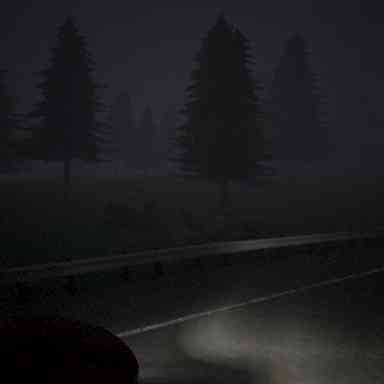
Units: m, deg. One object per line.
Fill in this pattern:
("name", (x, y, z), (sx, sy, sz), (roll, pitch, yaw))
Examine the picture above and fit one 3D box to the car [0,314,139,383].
("car", (-2.676, 1.470, 1.784), (5.008, 1.535, 1.882), (0, 0, -36))
